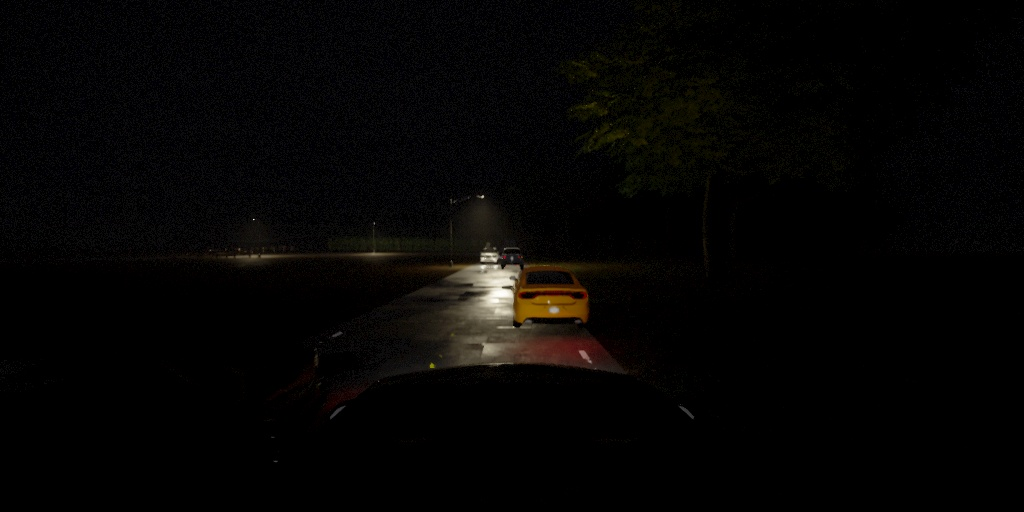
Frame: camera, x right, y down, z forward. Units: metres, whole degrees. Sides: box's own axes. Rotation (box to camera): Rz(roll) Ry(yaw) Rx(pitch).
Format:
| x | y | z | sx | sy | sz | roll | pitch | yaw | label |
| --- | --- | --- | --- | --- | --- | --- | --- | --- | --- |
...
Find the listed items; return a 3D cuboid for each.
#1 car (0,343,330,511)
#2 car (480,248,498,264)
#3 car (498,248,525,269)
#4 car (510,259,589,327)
| x | y | z | sx | sy | sz | roll | pitch | yaw | label |
| --- | --- | --- | --- | --- | --- | --- | --- | --- | --- |
| -2.850 | 1.303 | 1.457 | 2.033 | 1.411 | 5.357 | 0 | 1 | 0 | car |
| -2.835 | -0.027 | 45.948 | 2.150 | 2.045 | 5.566 | 0 | 2 | 0 | car |
| 0.055 | 0.215 | 35.861 | 2.150 | 2.045 | 5.566 | 0 | 1 | 1 | car |
| 0.964 | 1.037 | 10.687 | 1.882 | 1.535 | 5.008 | 0 | 1 | 0 | car |
